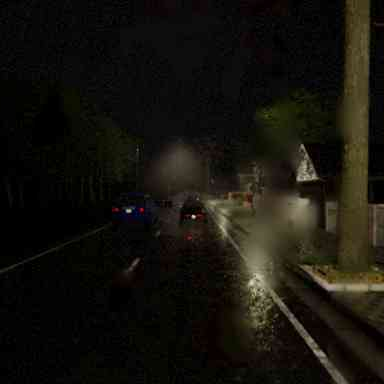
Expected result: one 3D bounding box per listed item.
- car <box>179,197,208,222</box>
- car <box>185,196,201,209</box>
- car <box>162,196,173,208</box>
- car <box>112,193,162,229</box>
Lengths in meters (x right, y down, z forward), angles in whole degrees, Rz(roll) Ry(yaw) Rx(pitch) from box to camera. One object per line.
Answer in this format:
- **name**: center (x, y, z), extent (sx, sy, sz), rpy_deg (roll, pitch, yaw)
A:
- **car**: center (0.111, 1.350, 24.298), extent (1.837, 1.490, 4.892), rpy_deg (0, 0, 0)
- **car**: center (0.118, 1.279, 42.124), extent (1.994, 1.385, 4.181), rpy_deg (0, 0, 0)
- **car**: center (-3.382, 1.210, 41.669), extent (2.128, 1.511, 4.902), rpy_deg (0, 0, 0)
- **car**: center (-3.392, 1.092, 20.578), extent (2.150, 2.045, 5.566), rpy_deg (0, 0, 0)
